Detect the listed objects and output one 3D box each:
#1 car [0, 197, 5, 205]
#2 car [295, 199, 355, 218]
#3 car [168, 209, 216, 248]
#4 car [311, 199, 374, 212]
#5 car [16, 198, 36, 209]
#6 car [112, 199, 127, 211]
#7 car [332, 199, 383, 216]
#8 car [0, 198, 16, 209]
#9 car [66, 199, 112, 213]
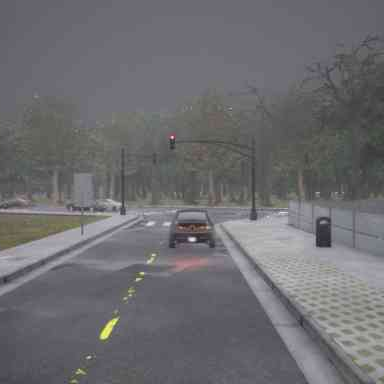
[{"bbox_3d":[-35.315,1.553,58.032,4.902,1.511,2.128,0,0,24],"label":"car"},{"bbox_3d":[12.094,1.460,30.310,4.902,1.511,2.128,0,0,23],"label":"car"},{"bbox_3d":[0.008,1.507,14.713,1.837,1.490,4.892,0,0,0],"label":"car"},{"bbox_3d":[12.196,1.479,26.726,4.674,1.442,1.812,0,0,23],"label":"car"},{"bbox_3d":[-23.635,1.552,45.749,4.674,1.442,1.812,0,0,23],"label":"car"},{"bbox_3d":[-9.952,1.535,39.838,4.674,1.442,1.812,0,0,25],"label":"car"},{"bbox_3d":[16.223,1.465,32.251,4.902,1.511,2.128,0,0,22],"label":"car"},{"bbox_3d":[-25.395,1.580,42.969,4.181,1.385,1.994,0,0,23],"label":"car"},{"bbox_3d":[-11.742,1.503,37.068,4.892,1.490,1.837,0,0,23],"label":"car"}]
